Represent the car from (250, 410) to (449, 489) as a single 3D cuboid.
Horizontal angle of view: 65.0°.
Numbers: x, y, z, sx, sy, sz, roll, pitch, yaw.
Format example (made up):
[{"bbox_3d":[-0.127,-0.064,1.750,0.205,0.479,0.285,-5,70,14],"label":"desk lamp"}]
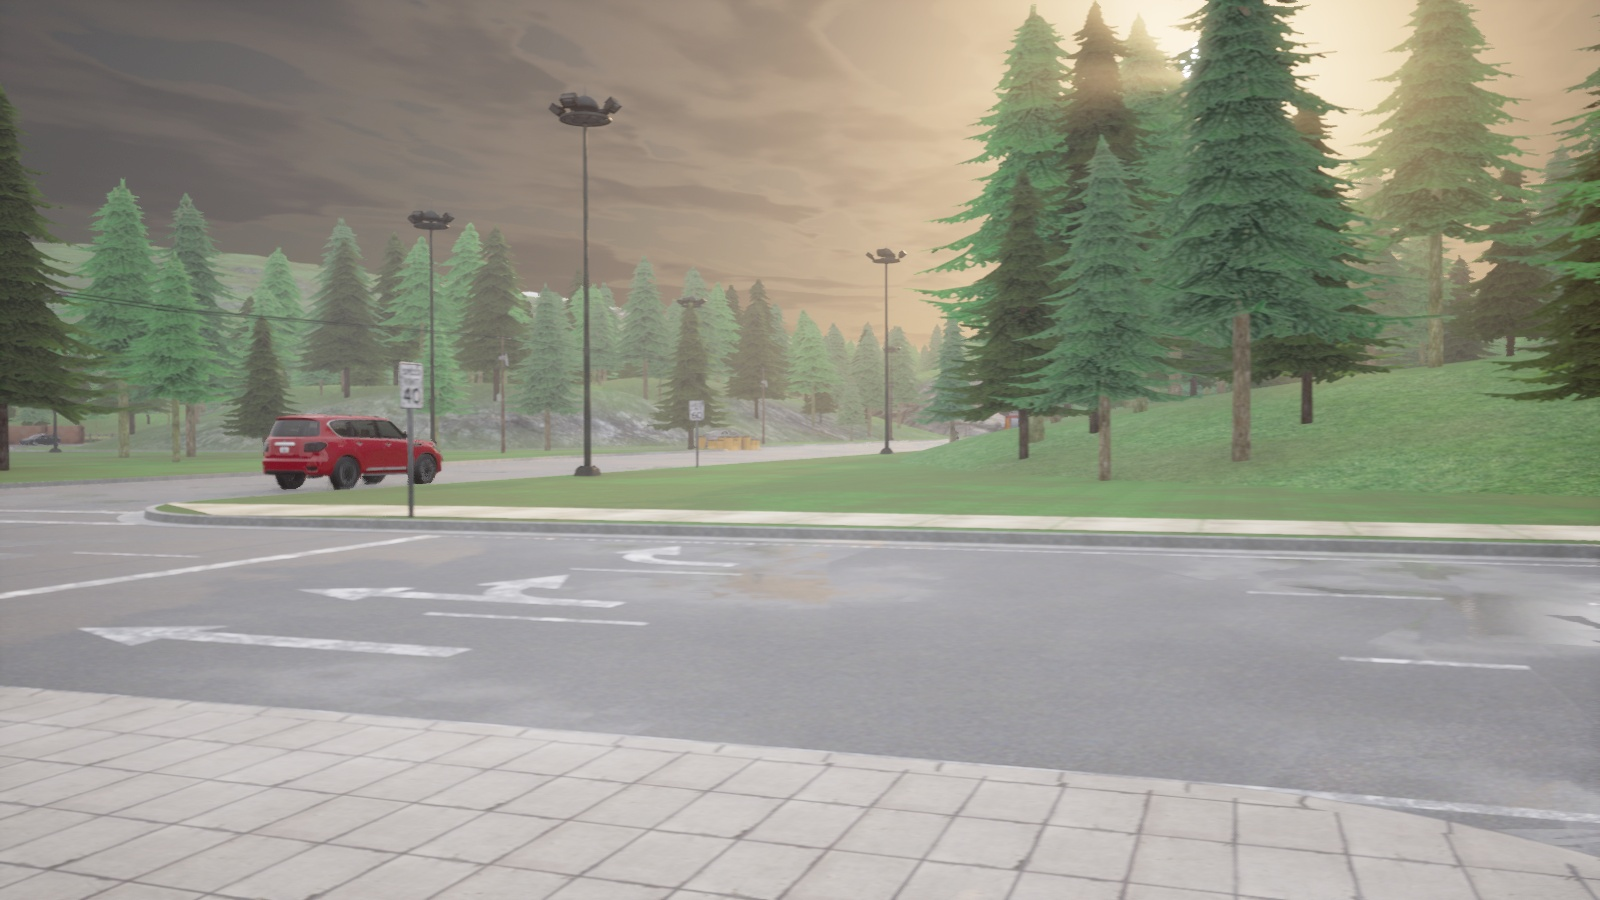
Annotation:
[{"bbox_3d":[-12.535,-0.061,35.450,2.150,2.045,5.566,1,1,22],"label":"car"}]
